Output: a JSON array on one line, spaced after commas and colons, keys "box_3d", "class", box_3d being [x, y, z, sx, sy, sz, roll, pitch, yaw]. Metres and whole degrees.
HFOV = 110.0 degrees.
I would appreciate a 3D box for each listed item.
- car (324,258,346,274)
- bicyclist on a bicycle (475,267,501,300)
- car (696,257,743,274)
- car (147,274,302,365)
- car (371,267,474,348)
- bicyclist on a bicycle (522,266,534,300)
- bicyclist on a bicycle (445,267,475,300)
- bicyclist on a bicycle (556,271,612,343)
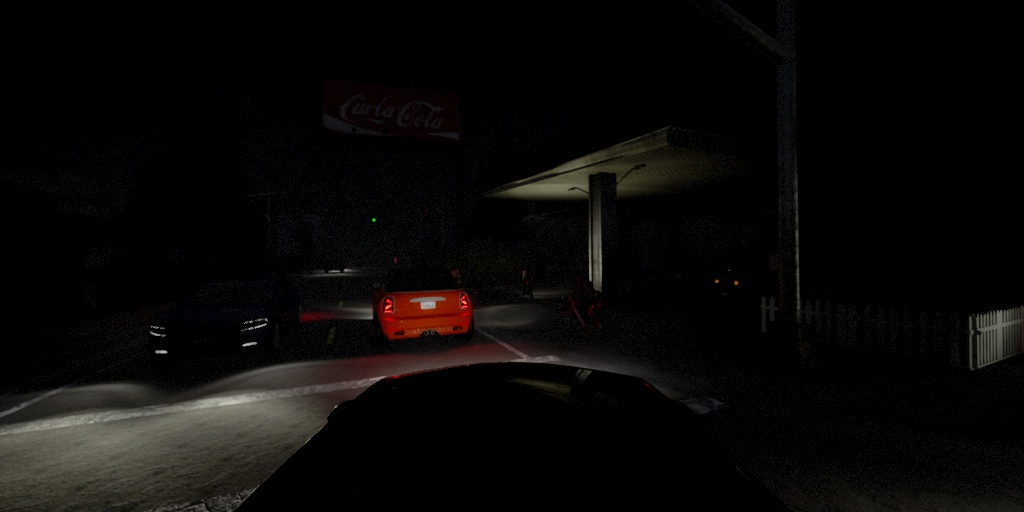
[{"box_3d": [-23.681, 1.221, 47.821, 2.150, 2.045, 5.566, -1, 0, -25], "class": "car"}, {"box_3d": [-1.309, 1.348, 17.756, 1.656, 1.620, 0.582, 0, 0, -21], "class": "bicyclist on a bicycle"}, {"box_3d": [27.754, 1.225, 47.897, 5.357, 1.411, 2.033, 0, 0, -24], "class": "car"}, {"box_3d": [-6.253, 1.219, 8.379, 1.882, 1.535, 5.008, -1, 0, -23], "class": "car"}, {"box_3d": [-2.539, 1.059, 9.448, 2.097, 1.767, 4.553, -1, 0, -22], "class": "car"}, {"box_3d": [0.800, 1.336, 17.870, 0.582, 1.620, 1.656, -1, 0, 16], "class": "bicyclist on a bicycle"}, {"box_3d": [-2.617, 1.322, 16.374, 1.656, 1.620, 0.582, 1, 0, 37], "class": "bicyclist on a bicycle"}, {"box_3d": [1.708, 1.201, 8.660, 0.582, 1.620, 1.656, 3, -2, -42], "class": "bicyclist on a bicycle"}]
